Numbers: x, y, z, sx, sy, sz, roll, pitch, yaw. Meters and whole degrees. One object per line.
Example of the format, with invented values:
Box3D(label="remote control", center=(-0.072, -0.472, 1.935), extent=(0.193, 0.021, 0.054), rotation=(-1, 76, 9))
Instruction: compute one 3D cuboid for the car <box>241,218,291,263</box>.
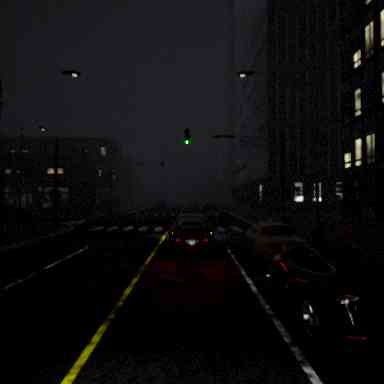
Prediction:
Box3D(label="car", center=(2.835, 1.642, 12.210), extent=(1.752, 1.417, 4.829), rotation=(1, -1, 0))

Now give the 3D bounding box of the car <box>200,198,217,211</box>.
Box3D(label="car", center=(2.687, 1.917, 49.986), extent=(1.967, 1.590, 4.097), rotation=(1, -1, 0))

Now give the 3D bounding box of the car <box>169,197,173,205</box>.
Box3D(label="car", center=(-5.702, 2.271, 72.134), extent=(1.802, 1.307, 4.206), rotation=(1, -1, 0))

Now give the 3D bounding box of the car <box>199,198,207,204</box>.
Box3D(label="car", center=(2.675, 2.322, 83.364), extent=(1.752, 1.417, 4.829), rotation=(1, -1, 0))

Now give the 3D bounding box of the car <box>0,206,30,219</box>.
Box3D(label="car", center=(-19.429, 2.136, 35.105), extent=(4.313, 1.339, 1.947), rotation=(-1, -1, 1))

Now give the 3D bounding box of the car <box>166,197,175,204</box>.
Box3D(label="car", center=(-5.704, 2.164, 88.738), extent=(2.192, 1.841, 5.009), rotation=(1, -1, 0))

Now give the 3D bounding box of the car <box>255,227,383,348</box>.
Box3D(label="car", center=(2.666, 1.628, 6.396), extent=(1.947, 1.339, 4.313), rotation=(1, -1, 0))

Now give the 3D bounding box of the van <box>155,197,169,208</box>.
Box3D(label="van", center=(-5.695, 1.924, 61.068), extent=(1.690, 1.788, 3.998), rotation=(1, -1, 0))

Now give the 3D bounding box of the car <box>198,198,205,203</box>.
Box3D(label="car", center=(2.671, 2.446, 94.263), extent=(1.887, 1.381, 4.507), rotation=(1, -1, 0))

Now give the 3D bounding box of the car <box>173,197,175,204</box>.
Box3D(label="car", center=(-5.704, 2.308, 77.668), extent=(1.947, 1.339, 4.313), rotation=(1, -1, 0))

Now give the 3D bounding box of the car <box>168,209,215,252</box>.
Box3D(label="car", center=(0.001, 1.663, 14.389), extent=(1.812, 1.442, 4.674), rotation=(0, 0, 0))

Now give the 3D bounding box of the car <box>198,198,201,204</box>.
Box3D(label="car", center=(2.677, 2.269, 77.829), extent=(1.752, 1.417, 4.829), rotation=(1, -1, 0))
